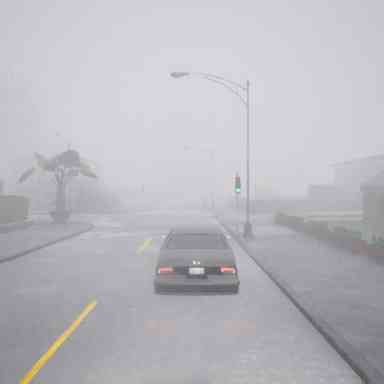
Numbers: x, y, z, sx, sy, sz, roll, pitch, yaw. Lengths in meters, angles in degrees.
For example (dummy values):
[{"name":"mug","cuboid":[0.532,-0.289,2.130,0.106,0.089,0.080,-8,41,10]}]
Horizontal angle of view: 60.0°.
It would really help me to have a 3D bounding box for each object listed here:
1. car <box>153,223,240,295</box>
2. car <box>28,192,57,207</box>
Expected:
[{"name":"car","cuboid":[0.103,1.547,8.841,2.033,1.411,5.357,0,0,0]},{"name":"car","cuboid":[-19.730,0.985,43.886,1.905,1.878,3.866,0,0,35]}]
